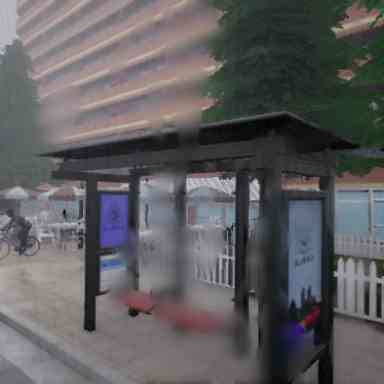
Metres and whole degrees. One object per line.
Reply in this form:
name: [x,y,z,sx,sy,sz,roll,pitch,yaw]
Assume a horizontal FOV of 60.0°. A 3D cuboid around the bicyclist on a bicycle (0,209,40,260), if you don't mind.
bicyclist on a bicycle: [-5.823,1.381,10.957,0.582,1.620,1.656,0,-1,41]
